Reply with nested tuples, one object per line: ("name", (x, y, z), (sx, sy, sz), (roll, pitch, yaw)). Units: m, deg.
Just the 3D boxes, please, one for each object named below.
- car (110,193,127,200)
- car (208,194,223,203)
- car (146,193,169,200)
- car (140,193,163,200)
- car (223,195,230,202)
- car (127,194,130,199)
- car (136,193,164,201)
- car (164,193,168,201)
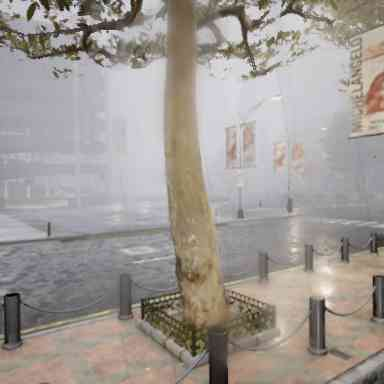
("car", (-18.531, 0.996, 77.737), (5.008, 1.535, 1.882), (-1, 0, 12))
("car", (2.163, 1.039, 52.737), (1.837, 1.490, 4.892), (-1, 1, -36))
("car", (-7.974, 0.973, 77.295), (4.902, 1.511, 2.128), (0, 1, 26))
("car", (-8.995, 0.967, 73.883), (5.008, 1.535, 1.882), (0, 1, 30))
("car", (4.443, 1.048, 55.555), (1.994, 1.385, 4.181), (-1, 1, -36))
("car", (-17.571, 0.969, 81.102), (4.892, 1.490, 1.837), (-1, 0, 12))
("car", (-8.710, 1.105, 65.214), (5.357, 1.411, 2.033), (0, 1, 38))
("car", (-5.848, 1.009, 67.453), (4.892, 1.490, 1.837), (0, 0, 40))
